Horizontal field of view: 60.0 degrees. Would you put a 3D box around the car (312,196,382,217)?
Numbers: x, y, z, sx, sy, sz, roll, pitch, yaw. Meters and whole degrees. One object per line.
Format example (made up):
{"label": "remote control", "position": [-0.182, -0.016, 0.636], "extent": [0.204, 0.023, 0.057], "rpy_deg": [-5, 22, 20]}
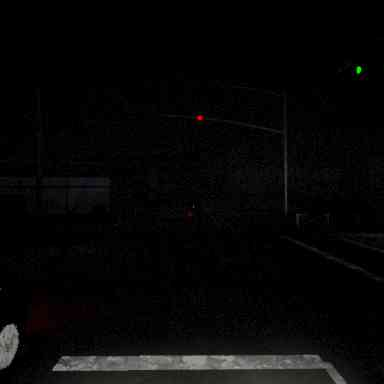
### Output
{"label": "car", "position": [13.066, 1.340, 28.225], "extent": [4.514, 1.523, 2.007], "rpy_deg": [0, 0, 0]}

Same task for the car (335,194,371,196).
{"label": "car", "position": [20.629, 1.320, 43.237], "extent": [3.633, 1.501, 1.845], "rpy_deg": [0, 0, 0]}

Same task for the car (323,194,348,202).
{"label": "car", "position": [31.281, 1.298, 72.669], "extent": [4.514, 1.523, 2.007], "rpy_deg": [0, 0, 0]}

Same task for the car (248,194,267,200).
{"label": "car", "position": [18.088, 1.334, 91.576], "extent": [4.902, 1.511, 2.128], "rpy_deg": [0, 0, 0]}

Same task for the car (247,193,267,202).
{"label": "car", "position": [13.416, 1.077, 68.945], "extent": [3.866, 1.878, 1.905], "rpy_deg": [0, 0, 0]}

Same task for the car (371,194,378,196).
{"label": "car", "position": [38.344, 1.232, 69.034], "extent": [3.806, 1.475, 1.970], "rpy_deg": [0, 0, 0]}

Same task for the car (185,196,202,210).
{"label": "car", "position": [0.188, 1.505, 42.757], "extent": [1.837, 1.490, 4.892], "rpy_deg": [0, 0, 0]}

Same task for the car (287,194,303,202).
{"label": "car", "position": [21.296, 1.097, 65.689], "extent": [4.605, 1.855, 1.932], "rpy_deg": [0, 0, 0]}

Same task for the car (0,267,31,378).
{"label": "car", "position": [-3.176, 1.505, 2.697], "extent": [1.837, 1.490, 4.892], "rpy_deg": [2, 0, 1]}

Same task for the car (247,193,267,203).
{"label": "car", "position": [12.817, 1.361, 65.618], "extent": [3.806, 1.475, 1.970], "rpy_deg": [0, 0, 0]}

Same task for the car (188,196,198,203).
{"label": "car", "position": [0.239, 1.547, 69.640], "extent": [2.033, 1.411, 5.357], "rpy_deg": [0, 0, 0]}

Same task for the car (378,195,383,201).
{"label": "car", "position": [38.692, 1.154, 62.617], "extent": [5.027, 1.636, 2.152], "rpy_deg": [0, 0, 0]}

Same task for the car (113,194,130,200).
{"label": "car", "position": [-19.447, 1.333, 91.533], "extent": [4.674, 1.442, 1.812], "rpy_deg": [0, 0, 0]}

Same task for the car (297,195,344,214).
{"label": "car", "position": [13.001, 1.330, 31.361], "extent": [5.027, 1.636, 2.152], "rpy_deg": [0, 0, 0]}
